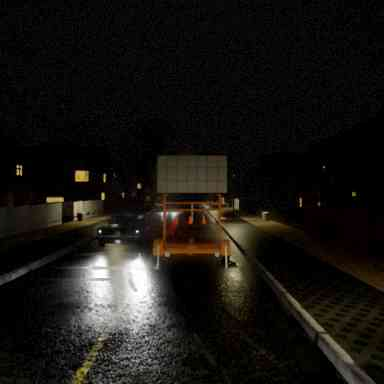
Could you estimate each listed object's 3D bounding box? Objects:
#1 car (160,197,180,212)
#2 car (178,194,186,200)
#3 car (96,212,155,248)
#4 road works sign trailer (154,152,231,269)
[{"bbox_3d":[-2.717,1.689,40.325,1.994,1.385,4.181,0,0,0],"label":"car"},{"bbox_3d":[-2.675,1.588,91.086,2.150,2.045,5.566,0,-1,0],"label":"car"},{"bbox_3d":[-2.838,1.617,15.020,1.895,1.301,4.718,0,0,0],"label":"car"},{"bbox_3d":[0.010,0.472,11.103,2.380,3.560,2.880,0,0,0],"label":"road works sign trailer"}]
